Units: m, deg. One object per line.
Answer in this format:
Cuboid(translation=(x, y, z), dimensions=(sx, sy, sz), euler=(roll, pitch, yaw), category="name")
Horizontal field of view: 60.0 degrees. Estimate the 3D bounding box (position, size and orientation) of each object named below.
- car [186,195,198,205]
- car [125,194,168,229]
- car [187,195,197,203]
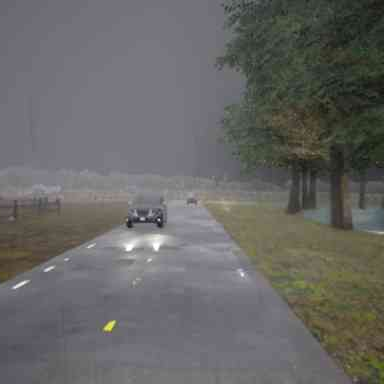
Cuboid(translation=(-0.019, 1.460, 58.081), dimensions=(1.837, 1.490, 4.892), euler=(0, 0, 0), category="car")
Cuboid(translation=(-2.776, 1.179, 21.588), dimensions=(2.150, 2.045, 5.566), euler=(0, 0, 0), category="car")
Cuboid(translation=(-0.022, 1.429, 68.496), dimensions=(1.882, 1.535, 5.008), euler=(0, 0, 0), category="car")
